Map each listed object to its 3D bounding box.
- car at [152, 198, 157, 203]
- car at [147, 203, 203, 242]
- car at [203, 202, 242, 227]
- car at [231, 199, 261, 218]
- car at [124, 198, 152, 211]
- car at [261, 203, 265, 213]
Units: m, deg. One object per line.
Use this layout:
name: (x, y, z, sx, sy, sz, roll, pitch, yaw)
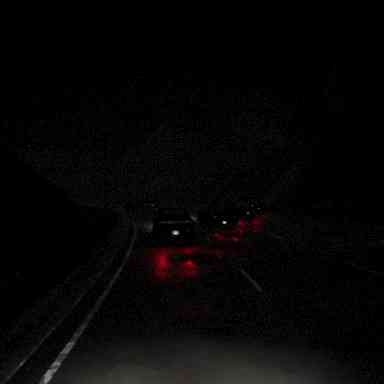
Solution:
car: (-6.610, 1.582, 48.527, 1.837, 1.490, 4.892, 1, -1, -28)
car: (-1.017, 1.504, 16.425, 2.128, 1.511, 4.902, 0, 0, -8)
car: (1.595, 1.585, 22.712, 1.895, 1.301, 4.718, -1, 0, -11)
car: (3.967, 1.484, 28.635, 1.812, 1.442, 4.674, 0, 0, -12)
car: (-7.179, 1.630, 42.346, 2.033, 1.411, 5.357, -1, 0, -25)
car: (6.095, 1.461, 35.186, 1.812, 1.442, 4.674, 0, 0, -14)
